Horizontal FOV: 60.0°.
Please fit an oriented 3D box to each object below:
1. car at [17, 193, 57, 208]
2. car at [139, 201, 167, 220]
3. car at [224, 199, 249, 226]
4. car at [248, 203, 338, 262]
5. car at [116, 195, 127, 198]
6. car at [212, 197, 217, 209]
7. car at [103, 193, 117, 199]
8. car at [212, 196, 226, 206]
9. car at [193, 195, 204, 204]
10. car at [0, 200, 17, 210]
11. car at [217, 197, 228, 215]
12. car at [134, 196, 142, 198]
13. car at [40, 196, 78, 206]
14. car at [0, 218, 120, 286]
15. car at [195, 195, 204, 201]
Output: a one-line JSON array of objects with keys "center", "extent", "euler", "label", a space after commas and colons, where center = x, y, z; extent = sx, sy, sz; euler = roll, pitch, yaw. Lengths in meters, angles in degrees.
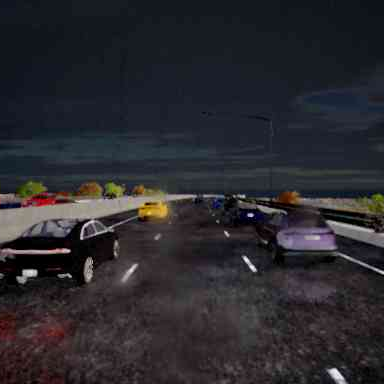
[{"center": [-17.157, 1.190, 37.993], "extent": [2.150, 2.045, 5.566], "euler": [0, 0, 1], "label": "car"}, {"center": [-3.163, 1.449, 27.712], "extent": [1.882, 1.535, 5.008], "euler": [0, 0, 1], "label": "car"}, {"center": [3.658, 1.477, 22.971], "extent": [2.163, 1.488, 4.792], "euler": [0, 0, 1], "label": "car"}, {"center": [3.544, 1.410, 12.020], "extent": [2.033, 1.649, 4.856], "euler": [0, 0, 0], "label": "car"}, {"center": [-15.711, 1.362, 78.502], "extent": [1.895, 1.301, 4.718], "euler": [0, 0, 3], "label": "car"}, {"center": [4.093, 1.459, 44.782], "extent": [1.882, 1.535, 5.008], "euler": [0, 0, 2], "label": "car"}, {"center": [-19.225, 1.110, 78.264], "extent": [2.150, 2.045, 5.566], "euler": [0, 0, 3], "label": "car"}, {"center": [4.416, 1.498, 55.731], "extent": [2.163, 1.488, 4.792], "euler": [0, 0, 2], "label": "car"}, {"center": [1.237, 1.578, 65.578], "extent": [1.994, 1.385, 4.181], "euler": [0, 0, 2], "label": "car"}, {"center": [-20.664, 1.567, 37.828], "extent": [1.895, 1.301, 4.718], "euler": [0, 0, 1], "label": "car"}, {"center": [3.841, 1.479, 33.862], "extent": [1.837, 1.490, 4.892], "euler": [0, 0, 1], "label": "car"}, {"center": [-12.324, 1.535, 75.871], "extent": [2.033, 1.411, 5.357], "euler": [0, 0, 2], "label": "car"}, {"center": [-13.718, 1.446, 35.195], "extent": [1.882, 1.535, 5.008], "euler": [0, 0, 1], "label": "car"}, {"center": [-3.364, 1.471, 9.352], "extent": [2.128, 1.511, 4.902], "euler": [0, 0, 0], "label": "car"}, {"center": [1.956, 1.390, 82.449], "extent": [2.128, 1.511, 4.902], "euler": [0, 0, 3], "label": "car"}]
